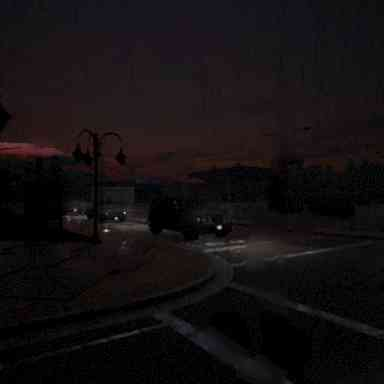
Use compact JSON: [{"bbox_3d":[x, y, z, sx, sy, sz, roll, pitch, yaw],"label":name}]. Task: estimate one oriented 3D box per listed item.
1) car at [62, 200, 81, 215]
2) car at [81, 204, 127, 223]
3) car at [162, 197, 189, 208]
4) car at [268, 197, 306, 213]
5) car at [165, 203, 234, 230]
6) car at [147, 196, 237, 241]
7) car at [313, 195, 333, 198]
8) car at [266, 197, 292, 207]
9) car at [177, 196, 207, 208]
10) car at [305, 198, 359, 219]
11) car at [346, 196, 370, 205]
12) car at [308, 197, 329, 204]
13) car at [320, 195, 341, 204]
[{"bbox_3d":[-13.103,1.574,35.248,2.128,1.511,4.902,0,0,-36],"label":"car"},{"bbox_3d":[-6.991,1.684,26.817,1.895,1.301,4.718,1,0,-36],"label":"car"},{"bbox_3d":[-2.611,1.547,51.040,2.007,1.523,4.514,0,0,-36],"label":"car"},{"bbox_3d":[10.633,1.613,37.623,1.970,1.475,3.806,0,0,-36],"label":"car"},{"bbox_3d":[0.391,1.602,23.153,2.128,1.511,4.902,0,0,-37],"label":"car"},{"bbox_3d":[-0.339,1.309,17.687,2.150,2.045,5.566,1,-1,-36],"label":"car"},{"bbox_3d":[22.172,1.682,59.305,2.007,1.523,4.514,0,0,-36],"label":"car"},{"bbox_3d":[14.013,1.633,53.536,1.845,1.501,3.633,0,0,-36],"label":"car"},{"bbox_3d":[-0.087,1.560,52.904,2.152,1.636,5.027,0,0,-36],"label":"car"},{"bbox_3d":[12.516,1.582,29.851,1.845,1.501,3.633,0,0,-36],"label":"car"},{"bbox_3d":[32.727,1.569,65.960,1.932,1.855,4.605,0,0,-36],"label":"car"},{"bbox_3d":[27.770,1.832,72.840,1.970,1.475,3.806,0,0,-36],"label":"car"},{"bbox_3d":[30.833,1.571,74.275,1.905,1.878,3.866,0,0,-36],"label":"car"}]
